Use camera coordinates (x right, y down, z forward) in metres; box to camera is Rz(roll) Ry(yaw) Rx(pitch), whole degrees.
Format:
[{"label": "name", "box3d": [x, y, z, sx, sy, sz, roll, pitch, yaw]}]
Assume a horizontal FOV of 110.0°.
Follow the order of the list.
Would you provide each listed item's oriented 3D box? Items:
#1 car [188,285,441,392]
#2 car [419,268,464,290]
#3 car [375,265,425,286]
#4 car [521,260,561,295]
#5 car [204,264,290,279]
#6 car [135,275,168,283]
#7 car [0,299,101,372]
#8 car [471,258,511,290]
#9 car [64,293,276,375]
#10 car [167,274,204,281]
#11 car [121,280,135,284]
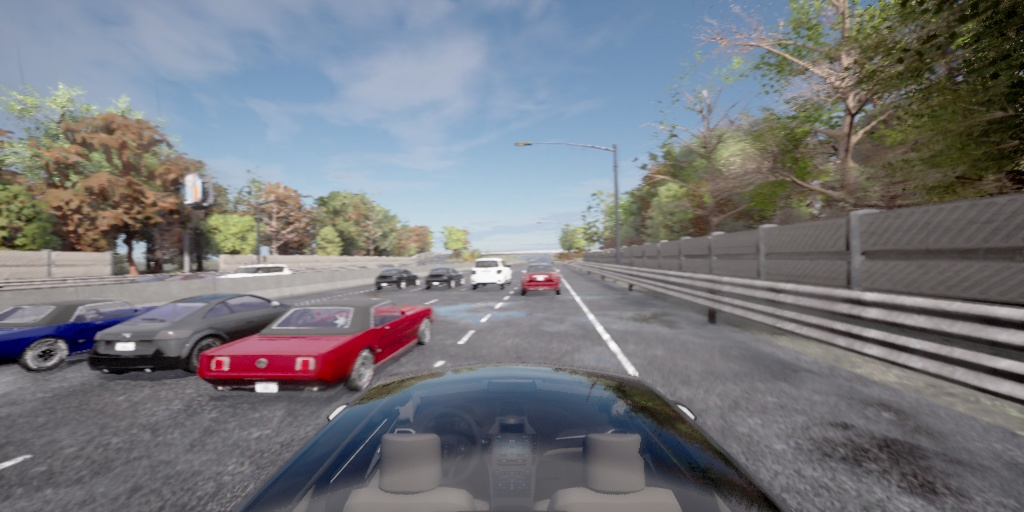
[{"label": "car", "box3d": [-3.054, 1.470, 6.979, 1.895, 1.301, 4.718, -2, 0, 5]}, {"label": "car", "box3d": [-4.760, 1.567, 25.811, 1.837, 1.490, 4.892, -2, 0, 5]}, {"label": "car", "box3d": [-8.239, 1.660, 26.162, 1.837, 1.490, 4.892, -2, 0, 5]}, {"label": "car", "box3d": [1.678, 1.206, 20.731, 2.097, 1.767, 4.553, -2, 0, 5]}, {"label": "car", "box3d": [-18.958, 1.661, 26.498, 2.150, 2.045, 5.566, -2, -1, 6]}, {"label": "car", "box3d": [-25.828, 2.153, 28.048, 1.812, 1.442, 4.674, -2, 0, 6]}, {"label": "car", "box3d": [-9.933, 1.661, 8.507, 1.895, 1.301, 4.718, -2, 0, 5]}, {"label": "car", "box3d": [-1.343, 1.187, 24.879, 2.150, 2.045, 5.566, -2, 0, 6]}, {"label": "car", "box3d": [-6.455, 1.531, 8.155, 1.994, 1.385, 4.181, -2, 0, 5]}, {"label": "car", "box3d": [-22.381, 2.080, 27.366, 2.033, 1.411, 5.357, -2, 0, 6]}, {"label": "car", "box3d": [-29.206, 2.274, 29.467, 2.033, 1.411, 5.357, -2, 0, 6]}]
